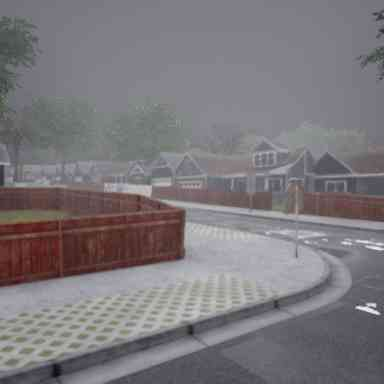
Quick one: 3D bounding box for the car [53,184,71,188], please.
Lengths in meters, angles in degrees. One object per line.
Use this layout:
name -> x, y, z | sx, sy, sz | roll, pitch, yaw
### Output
car -> -18.421, -0.376, 47.036 | 1.882, 1.535, 5.008 | 0, 2, -35
